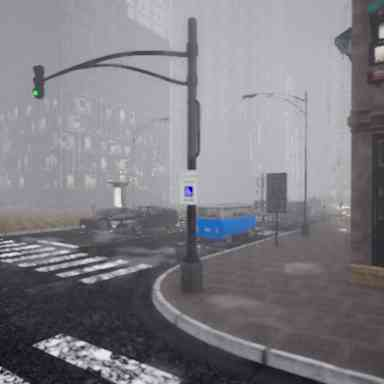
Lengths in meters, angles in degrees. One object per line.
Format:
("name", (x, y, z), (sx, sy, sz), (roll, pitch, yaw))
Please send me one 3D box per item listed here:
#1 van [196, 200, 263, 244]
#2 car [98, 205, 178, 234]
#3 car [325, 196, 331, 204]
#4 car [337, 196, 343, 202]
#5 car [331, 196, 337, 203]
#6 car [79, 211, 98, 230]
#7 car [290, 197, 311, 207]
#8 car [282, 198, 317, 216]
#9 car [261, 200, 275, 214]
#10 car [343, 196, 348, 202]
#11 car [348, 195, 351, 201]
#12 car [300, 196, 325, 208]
("van", (1.743, 1.453, 16.360), (1.690, 1.788, 3.998), (0, 0, 35))
("car", (-2.807, 1.575, 19.965), (2.128, 1.511, 4.902), (0, 0, 35))
("car", (23.724, 1.557, 61.820), (2.008, 1.369, 4.403), (0, 0, 35))
("car", (30.127, 1.548, 70.843), (2.008, 1.369, 4.403), (0, 0, 35))
("car", (26.926, 1.442, 66.331), (1.967, 1.590, 4.097), (0, 0, 35))
("car", (-5.093, 1.639, 21.212), (1.947, 1.339, 4.313), (0, 0, 35))
("car", (17.222, 1.543, 52.657), (1.752, 1.417, 4.829), (0, 0, 35))
("car", (10.401, 1.617, 33.213), (2.033, 1.411, 5.357), (0, 0, 35))
("car", (7.148, 1.561, 33.975), (1.837, 1.490, 4.892), (0, 0, 35))
("car", (33.329, 1.538, 75.355), (1.887, 1.381, 4.507), (0, 0, 35))
("car", (39.635, 1.514, 84.240), (1.752, 1.417, 4.829), (0, 0, 35))
("car", (17.088, 1.475, 47.819), (2.128, 1.511, 4.902), (0, 0, 35))
